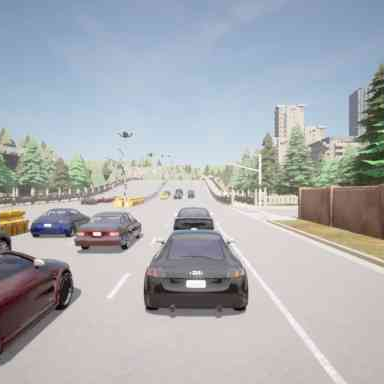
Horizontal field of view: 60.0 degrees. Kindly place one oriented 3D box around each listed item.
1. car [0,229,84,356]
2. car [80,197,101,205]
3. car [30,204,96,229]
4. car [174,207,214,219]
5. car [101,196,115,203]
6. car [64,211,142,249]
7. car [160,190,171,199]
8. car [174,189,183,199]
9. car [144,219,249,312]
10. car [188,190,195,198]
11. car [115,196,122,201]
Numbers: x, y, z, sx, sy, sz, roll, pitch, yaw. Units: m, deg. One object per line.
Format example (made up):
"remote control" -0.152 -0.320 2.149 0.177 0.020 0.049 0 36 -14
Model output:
"car" -3.410 1.564 5.172 1.994 1.385 4.181 0 0 0
"car" -17.626 1.564 57.001 1.994 1.385 4.181 0 0 0
"car" -6.918 1.564 17.972 1.994 1.385 4.181 0 0 0
"car" 0.084 1.478 16.770 1.882 1.535 5.008 0 0 0
"car" -17.569 1.596 67.087 1.895 1.301 4.718 0 0 0
"car" -3.408 1.547 14.412 2.033 1.411 5.357 0 0 0
"car" -7.192 1.024 86.944 1.882 1.535 5.008 0 3 0
"car" -3.692 0.903 86.930 2.097 1.767 4.553 0 3 0
"car" 0.088 1.564 7.780 1.994 1.385 4.181 0 0 1
"car" -0.213 0.839 90.101 1.837 1.490 4.892 0 4 0
"car" -17.630 1.524 77.360 1.895 1.301 4.718 0 1 0
